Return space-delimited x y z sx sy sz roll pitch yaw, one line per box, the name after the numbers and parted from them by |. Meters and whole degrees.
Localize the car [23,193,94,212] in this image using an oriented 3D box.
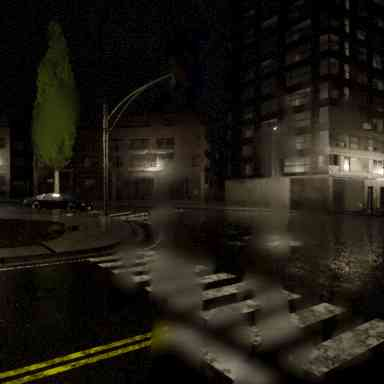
-10.548 0.787 26.294 5.357 1.411 2.033 1 0 11 | car
